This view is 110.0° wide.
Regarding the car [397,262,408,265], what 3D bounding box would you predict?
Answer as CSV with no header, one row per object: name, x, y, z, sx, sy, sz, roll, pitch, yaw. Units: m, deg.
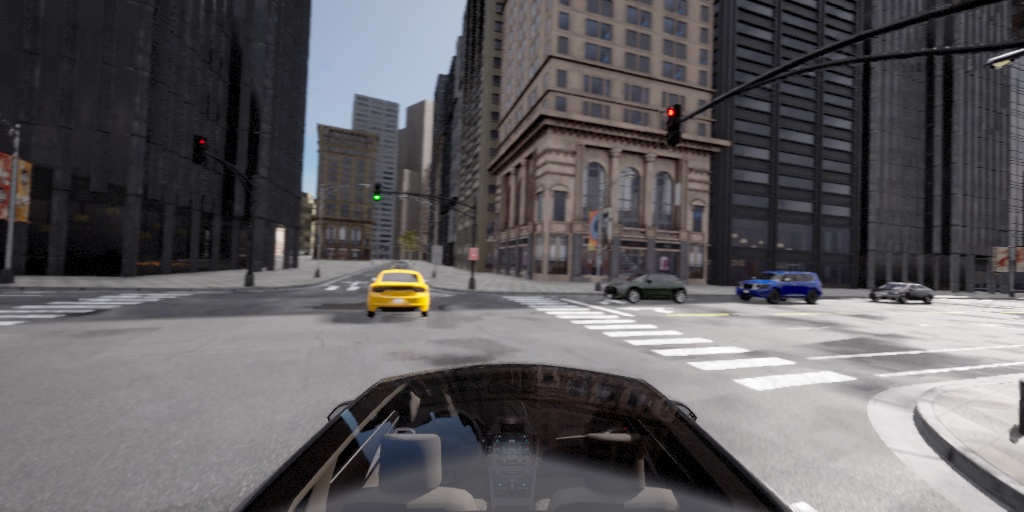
car,-14.018,1.502,45.602,2.033,1.411,5.357,3,-1,-17

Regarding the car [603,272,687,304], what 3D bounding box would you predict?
car,7.516,1.706,20.349,4.553,1.767,2.097,2,-1,-17

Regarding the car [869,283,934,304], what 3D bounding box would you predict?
car,29.321,2.781,27.008,4.902,1.511,2.128,2,-1,-17

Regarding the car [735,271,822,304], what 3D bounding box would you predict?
car,17.405,1.999,23.375,5.566,2.045,2.150,3,-1,-17

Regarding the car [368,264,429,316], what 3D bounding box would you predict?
car,-4.180,1.255,13.372,1.882,1.535,5.008,3,-1,-17
